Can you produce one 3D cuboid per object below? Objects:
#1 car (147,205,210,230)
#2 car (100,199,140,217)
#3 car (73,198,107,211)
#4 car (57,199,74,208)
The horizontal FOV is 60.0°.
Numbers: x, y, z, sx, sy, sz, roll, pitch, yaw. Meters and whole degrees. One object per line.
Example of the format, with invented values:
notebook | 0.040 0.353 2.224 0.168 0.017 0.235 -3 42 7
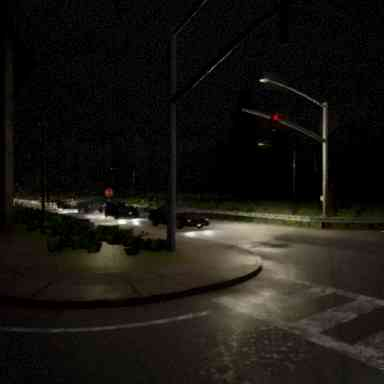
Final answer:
car | -1.068 1.579 21.951 2.033 1.411 5.357 0 0 -34
car | -6.280 1.596 29.569 1.994 1.385 4.181 0 0 -34
car | -11.256 1.634 36.839 1.895 1.301 4.718 0 0 -34
car | -16.875 1.635 45.095 1.895 1.301 4.718 0 0 -34
